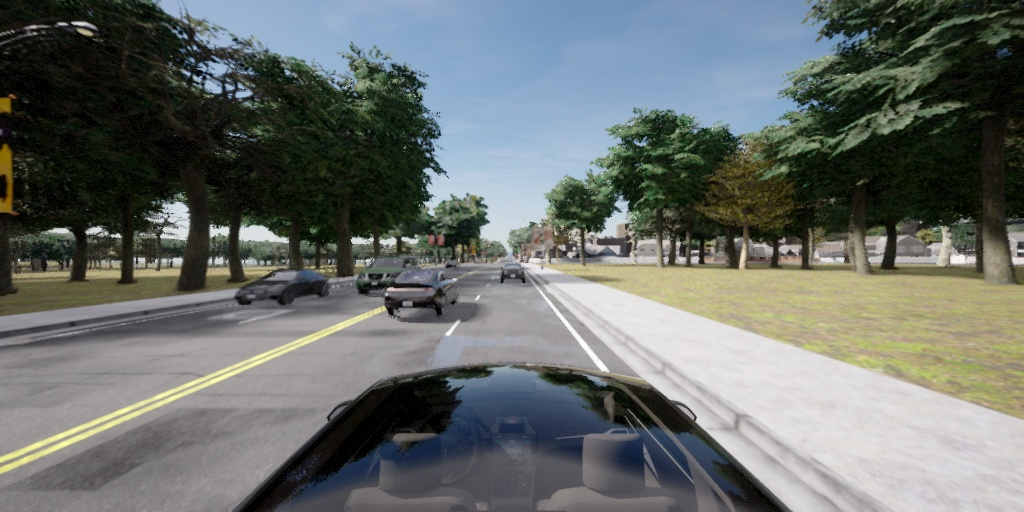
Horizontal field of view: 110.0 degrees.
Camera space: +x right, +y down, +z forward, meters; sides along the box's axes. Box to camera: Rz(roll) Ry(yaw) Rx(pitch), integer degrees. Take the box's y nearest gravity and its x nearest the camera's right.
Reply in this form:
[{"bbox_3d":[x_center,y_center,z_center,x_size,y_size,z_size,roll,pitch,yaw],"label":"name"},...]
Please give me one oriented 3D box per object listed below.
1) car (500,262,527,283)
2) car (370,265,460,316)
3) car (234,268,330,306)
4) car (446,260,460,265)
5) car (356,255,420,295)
[{"bbox_3d":[0.068,1.292,28.269,1.812,1.442,4.674,0,0,0],"label":"car"},{"bbox_3d":[-3.162,1.245,13.293,2.128,1.511,4.902,0,0,0],"label":"car"},{"bbox_3d":[-9.867,1.279,15.897,1.812,1.442,4.674,0,0,0],"label":"car"},{"bbox_3d":[-9.820,1.423,59.522,1.837,1.490,4.892,0,0,0],"label":"car"},{"bbox_3d":[-6.621,0.978,20.012,2.150,2.045,5.566,0,0,0],"label":"car"}]
